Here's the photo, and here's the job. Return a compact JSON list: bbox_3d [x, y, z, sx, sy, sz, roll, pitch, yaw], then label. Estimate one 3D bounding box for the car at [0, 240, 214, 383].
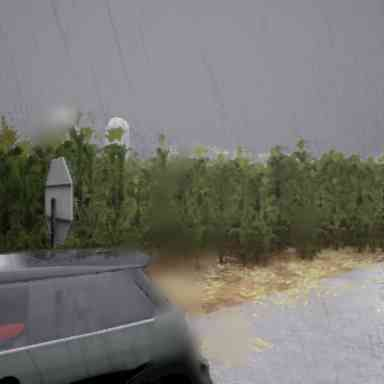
[{"bbox_3d":[-2.151,1.387,2.820,4.553,1.767,2.097,0,-1,-27],"label":"car"}]
